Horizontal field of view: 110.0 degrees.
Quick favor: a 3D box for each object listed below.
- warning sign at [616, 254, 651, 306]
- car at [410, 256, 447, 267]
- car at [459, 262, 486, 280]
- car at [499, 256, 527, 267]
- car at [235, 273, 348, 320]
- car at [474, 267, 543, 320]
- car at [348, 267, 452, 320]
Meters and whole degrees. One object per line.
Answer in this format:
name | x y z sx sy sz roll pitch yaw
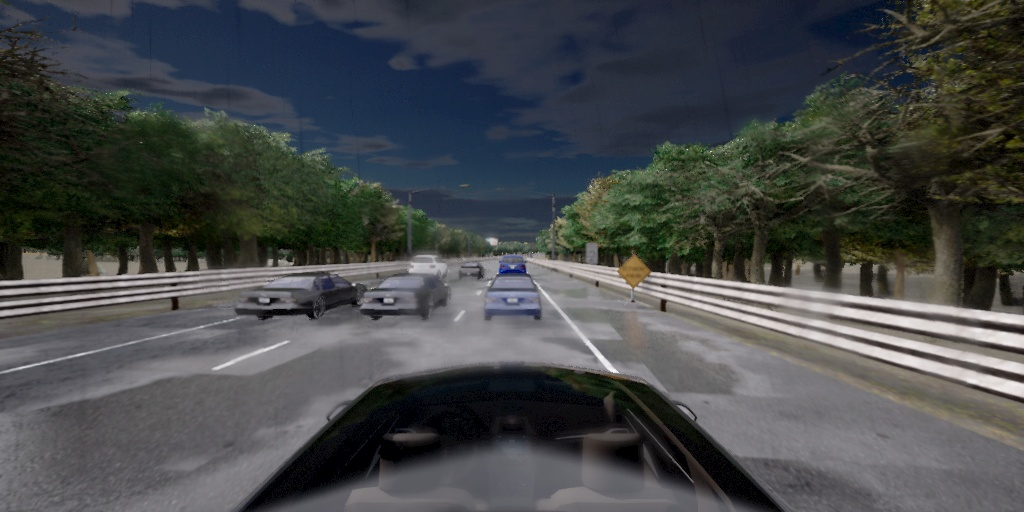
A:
warning sign | 4.553 0.869 13.558 1.300 1.860 1.060 0 0 0
car | -6.926 0.982 30.211 2.150 2.045 5.566 0 0 0
car | -3.421 1.250 31.272 2.128 1.511 4.902 0 0 0
car | 0.075 0.981 30.327 2.150 2.045 5.566 0 0 0
car | -6.951 1.301 12.612 2.033 1.411 5.357 0 0 0
car | 0.049 1.300 12.594 2.033 1.411 5.357 0 0 1
car | -3.451 1.301 12.609 2.033 1.411 5.357 0 0 1
